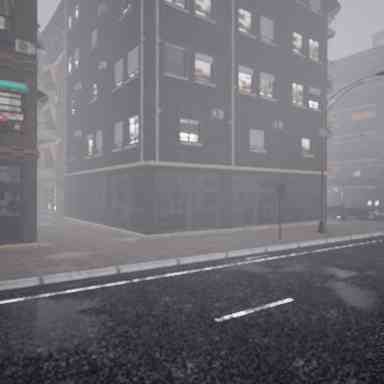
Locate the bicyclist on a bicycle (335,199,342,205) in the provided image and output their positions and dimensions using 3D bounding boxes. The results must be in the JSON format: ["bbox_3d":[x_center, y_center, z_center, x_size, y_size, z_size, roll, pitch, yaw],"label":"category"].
[{"bbox_3d":[19.368,1.799,43.872,1.656,1.620,0.582,0,0,-36],"label":"bicyclist on a bicycle"}]

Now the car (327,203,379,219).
[{"bbox_3d":[16.126,1.891,33.547,2.128,1.511,4.902,0,-1,-36],"label":"car"}]
